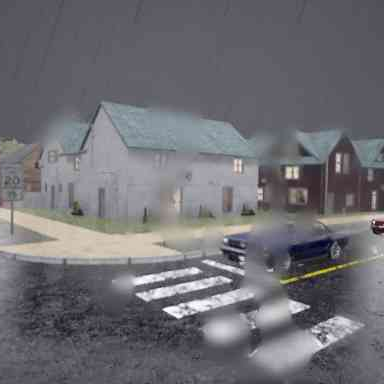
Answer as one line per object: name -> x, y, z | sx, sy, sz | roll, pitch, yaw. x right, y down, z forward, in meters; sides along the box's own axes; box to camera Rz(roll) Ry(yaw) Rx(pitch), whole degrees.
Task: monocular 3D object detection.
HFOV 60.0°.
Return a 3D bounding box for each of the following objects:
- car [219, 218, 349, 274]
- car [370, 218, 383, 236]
car -> 3.074, 1.542, 10.601 | 4.718, 1.301, 1.895 | 1, 2, -41
car -> 11.160, 1.635, 17.343 | 4.718, 1.301, 1.895 | 1, 2, -39
